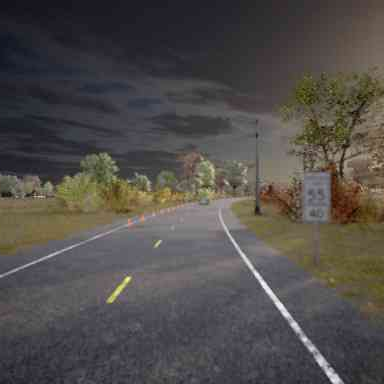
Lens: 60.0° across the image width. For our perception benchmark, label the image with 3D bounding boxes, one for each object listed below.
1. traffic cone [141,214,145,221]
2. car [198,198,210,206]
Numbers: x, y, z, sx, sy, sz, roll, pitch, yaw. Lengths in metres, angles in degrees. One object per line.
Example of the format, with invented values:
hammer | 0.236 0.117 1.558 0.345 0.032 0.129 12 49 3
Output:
traffic cone | -4.146 2.129 28.254 0.340 0.580 0.340 0 0 3
car | 2.389 1.894 65.417 2.128 1.511 4.902 0 0 7
